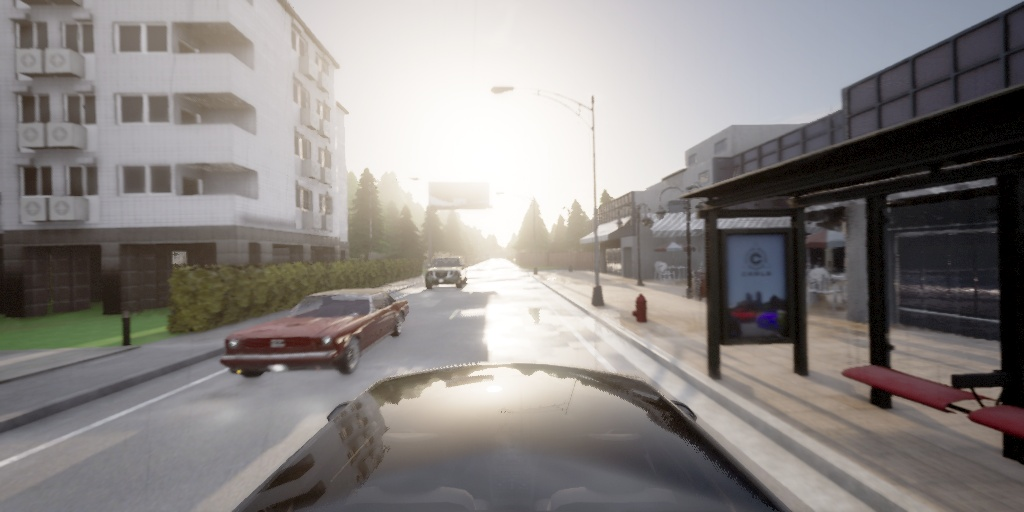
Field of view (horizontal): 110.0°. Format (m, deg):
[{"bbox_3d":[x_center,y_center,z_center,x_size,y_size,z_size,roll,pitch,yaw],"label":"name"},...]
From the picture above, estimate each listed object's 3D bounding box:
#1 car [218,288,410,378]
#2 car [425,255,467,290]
[{"bbox_3d":[-3.720,1.436,7.792,1.895,1.301,4.718,-1,0,-2],"label":"car"},{"bbox_3d":[-4.241,1.018,23.792,2.150,2.045,5.566,-1,1,-2],"label":"car"}]
